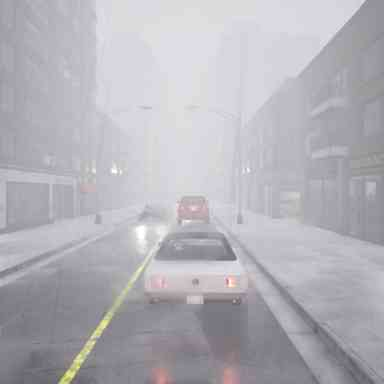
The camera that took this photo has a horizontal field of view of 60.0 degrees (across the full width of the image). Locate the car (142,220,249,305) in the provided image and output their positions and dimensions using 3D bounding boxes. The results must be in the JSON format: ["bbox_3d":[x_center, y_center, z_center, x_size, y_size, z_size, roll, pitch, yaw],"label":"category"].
[{"bbox_3d":[0.093,1.601,8.037,1.895,1.301,4.718,0,0,1],"label":"car"}]

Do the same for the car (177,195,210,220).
[{"bbox_3d":[0.092,1.224,24.172,2.150,2.045,5.566,0,0,0],"label":"car"}]

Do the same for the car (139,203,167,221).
[{"bbox_3d":[-3.112,1.604,27.067,1.895,1.301,4.718,0,0,0],"label":"car"}]
